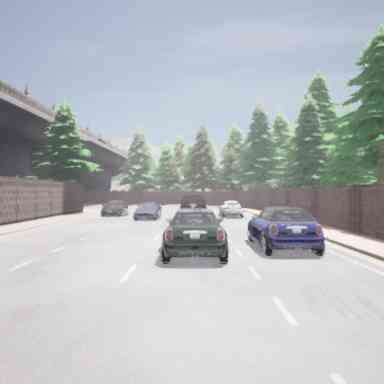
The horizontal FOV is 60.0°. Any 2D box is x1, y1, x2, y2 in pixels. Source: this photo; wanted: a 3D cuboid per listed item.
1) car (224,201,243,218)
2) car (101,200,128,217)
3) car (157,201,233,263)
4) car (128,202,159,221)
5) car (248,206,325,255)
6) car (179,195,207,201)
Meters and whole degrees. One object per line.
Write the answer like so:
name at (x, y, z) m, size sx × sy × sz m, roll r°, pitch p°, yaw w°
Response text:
car at (3.570, 1.545, 30.775) m, size 1.812 × 1.442 × 4.674 m, roll 0°, pitch 0°, yaw 0°
car at (-7.110, 1.524, 31.040) m, size 1.837 × 1.490 × 4.892 m, roll 0°, pitch 0°, yaw -1°
car at (0.094, 1.359, 12.160) m, size 2.097 × 1.767 × 4.553 m, roll 0°, pitch 0°, yaw 0°
car at (-3.521, 1.564, 27.313) m, size 2.033 × 1.411 × 5.357 m, roll 0°, pitch 0°, yaw 1°
car at (3.596, 1.361, 13.508) m, size 2.097 × 1.767 × 4.553 m, roll 0°, pitch 0°, yaw 0°
car at (0.094, 1.239, 28.818) m, size 2.150 × 2.045 × 5.566 m, roll 0°, pitch 0°, yaw 0°
